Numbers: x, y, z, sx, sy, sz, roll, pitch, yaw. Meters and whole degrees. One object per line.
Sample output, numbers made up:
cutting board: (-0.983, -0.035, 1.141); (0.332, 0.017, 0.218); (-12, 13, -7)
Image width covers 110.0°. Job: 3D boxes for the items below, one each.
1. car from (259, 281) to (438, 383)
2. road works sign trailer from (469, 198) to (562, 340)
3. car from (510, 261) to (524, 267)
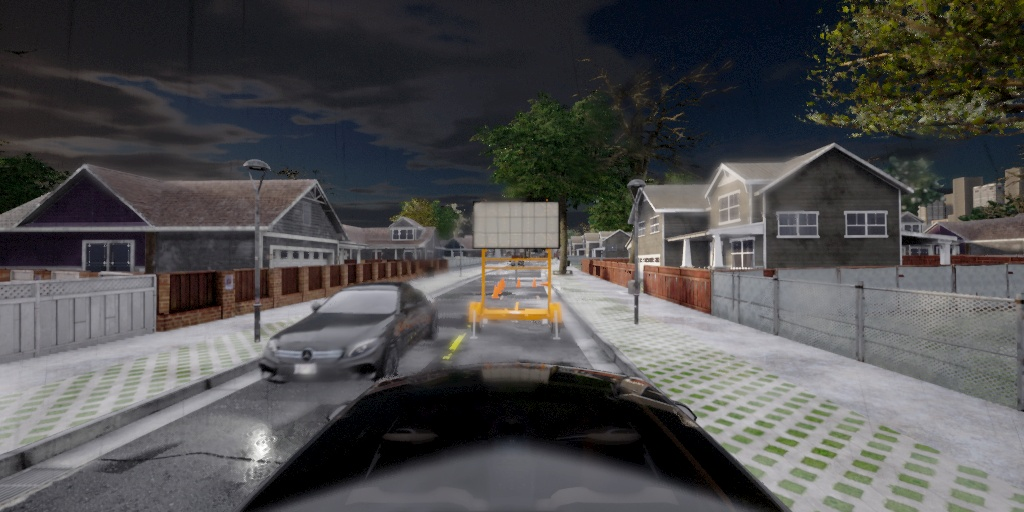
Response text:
car: (-2.747, 1.276, 7.203); (1.812, 1.442, 4.674); (0, 0, 2)
road works sign trailer: (0.126, 0.211, 10.022); (2.380, 3.560, 2.880); (0, 0, 2)
car: (0.866, 1.143, 57.902); (1.994, 1.385, 4.181); (0, 0, 7)
